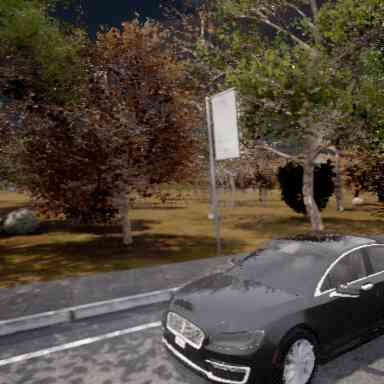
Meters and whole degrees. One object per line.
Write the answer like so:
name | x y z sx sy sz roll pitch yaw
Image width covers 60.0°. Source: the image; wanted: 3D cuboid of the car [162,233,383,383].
car | 1.883 1.462 5.166 4.892 1.490 1.837 0 0 -34
